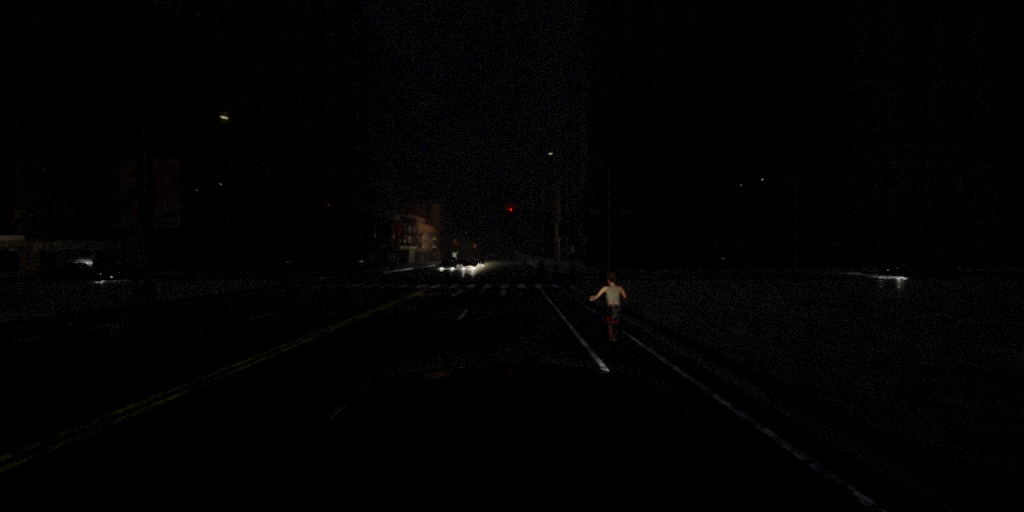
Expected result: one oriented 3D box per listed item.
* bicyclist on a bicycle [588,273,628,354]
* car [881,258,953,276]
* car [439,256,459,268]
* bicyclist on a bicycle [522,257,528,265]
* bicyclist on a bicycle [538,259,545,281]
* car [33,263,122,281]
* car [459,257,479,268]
[{"bbox_3d":[2.105,1.154,7.690,0.866,1.612,1.509,0,0,2],"label":"bicyclist on a bicycle"},{"bbox_3d":[34.495,0.933,30.593,4.892,1.490,1.837,0,1,0],"label":"car"},{"bbox_3d":[-9.809,0.851,55.473,2.097,1.767,4.553,0,0,0],"label":"car"},{"bbox_3d":[2.121,0.926,57.793,0.866,1.612,1.509,0,0,1],"label":"bicyclist on a bicycle"},{"bbox_3d":[2.229,1.080,27.029,0.582,1.620,1.656,0,0,0],"label":"bicyclist on a bicycle"},{"bbox_3d":[-34.586,1.293,28.591,5.357,1.411,2.033,0,1,0],"label":"car"},{"bbox_3d":[-6.562,1.025,55.408,1.812,1.442,4.674,0,0,0],"label":"car"}]
